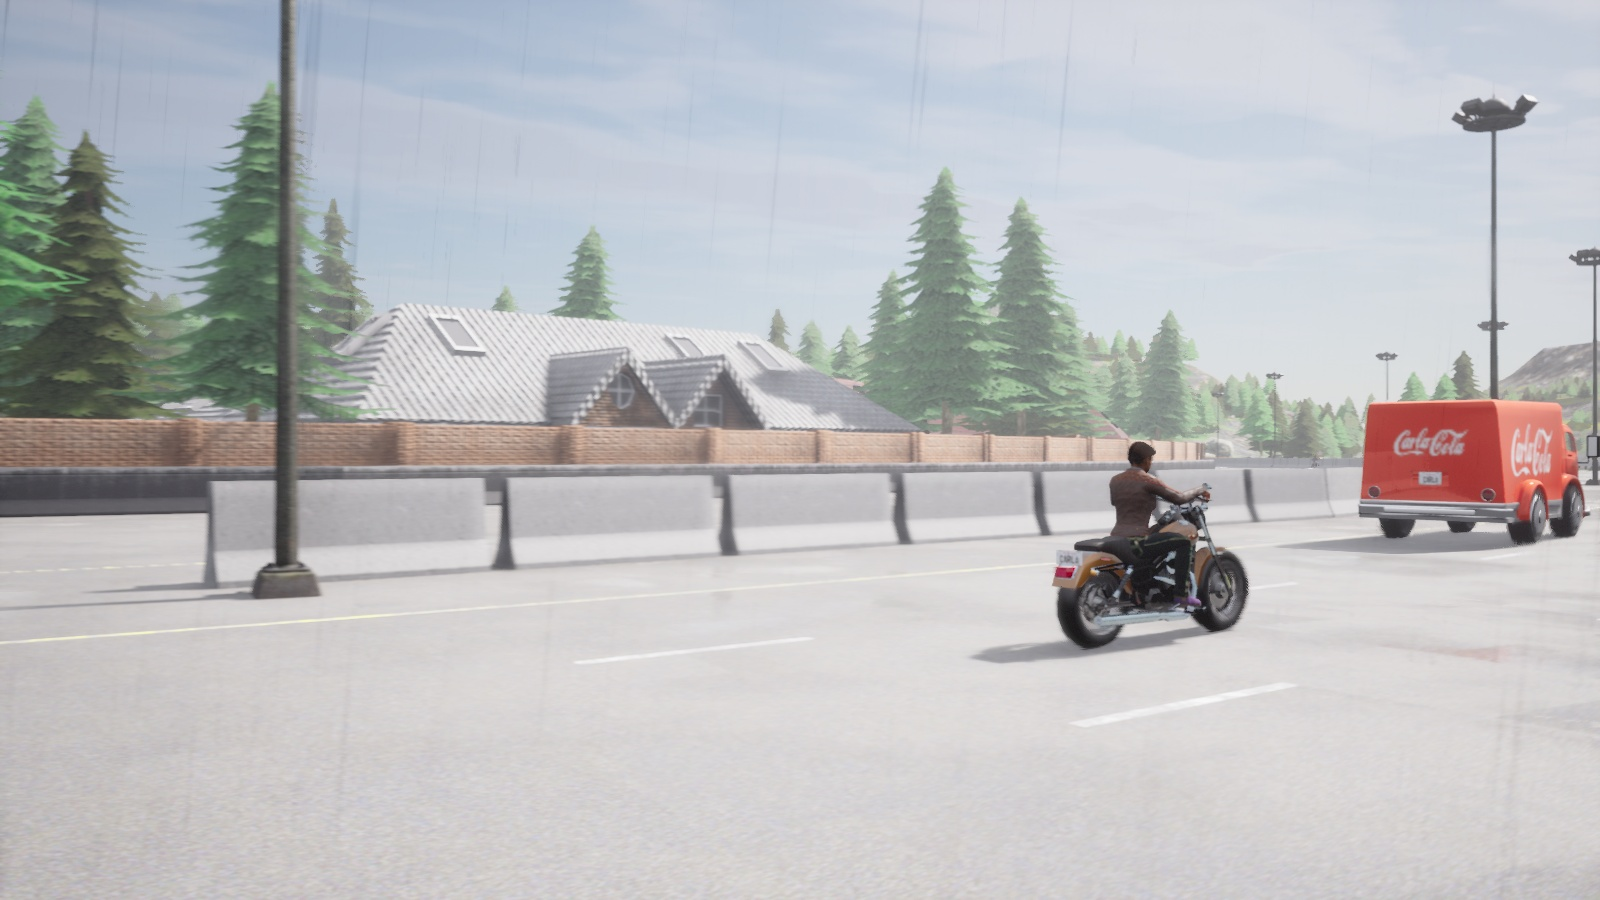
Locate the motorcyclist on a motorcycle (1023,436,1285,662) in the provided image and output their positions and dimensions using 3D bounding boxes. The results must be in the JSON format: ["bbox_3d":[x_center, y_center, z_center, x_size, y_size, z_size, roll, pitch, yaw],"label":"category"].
[{"bbox_3d":[2.908,0.729,10.165,2.350,1.649,0.766,0,-1,-38],"label":"motorcyclist on a motorcycle"}]

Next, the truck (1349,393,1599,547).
[{"bbox_3d":[12.421,0.316,22.812,5.204,2.467,2.627,0,0,-43],"label":"truck"}]
